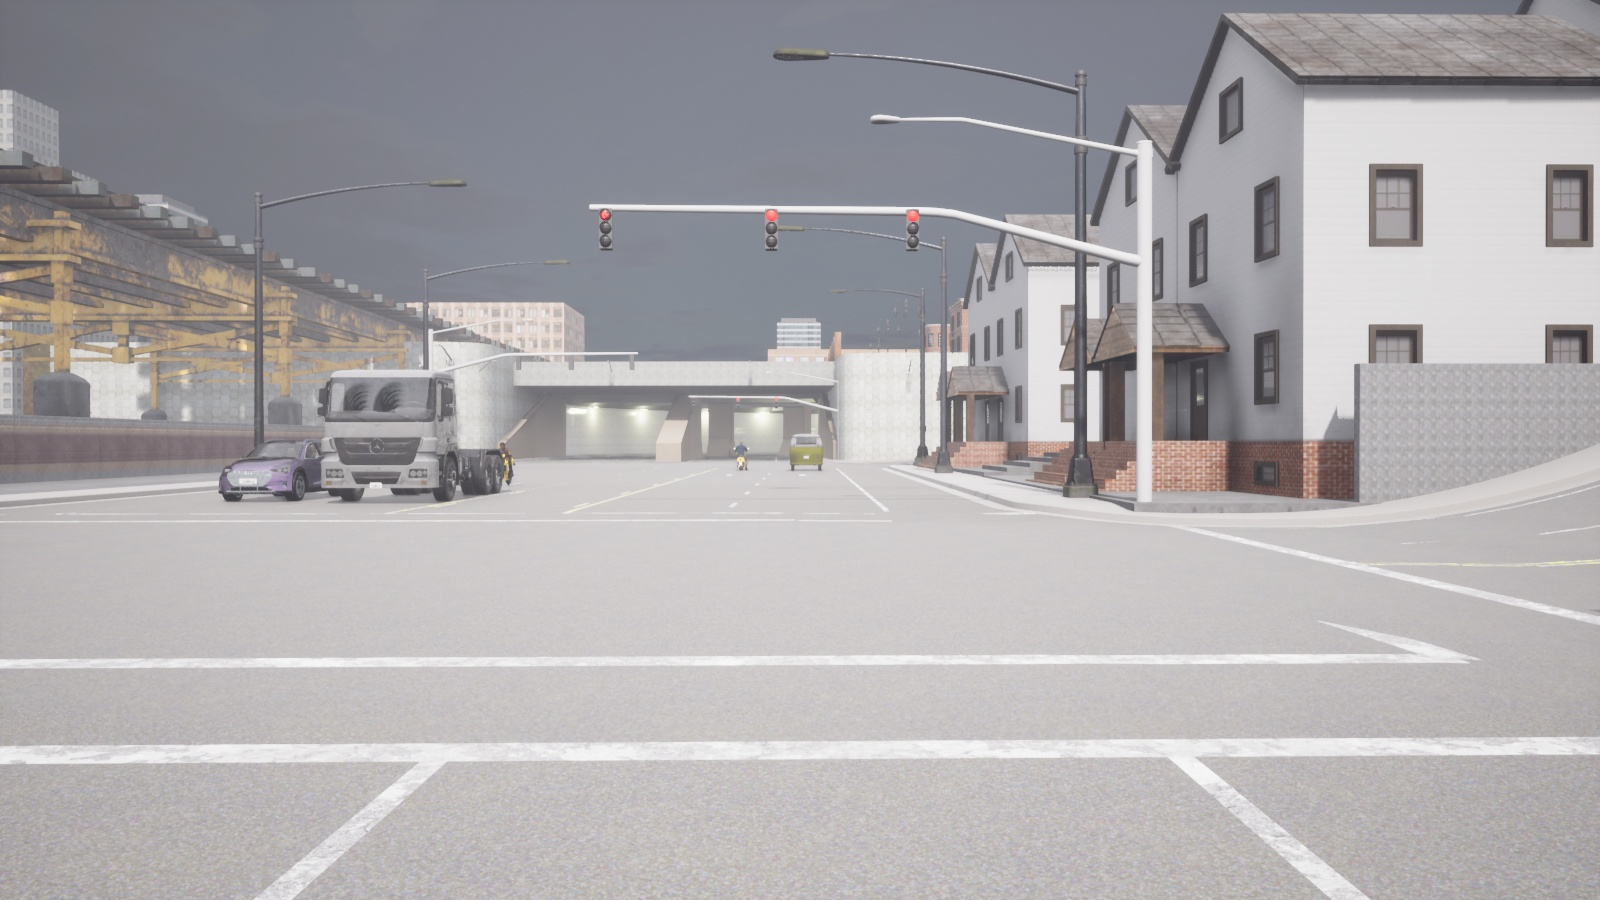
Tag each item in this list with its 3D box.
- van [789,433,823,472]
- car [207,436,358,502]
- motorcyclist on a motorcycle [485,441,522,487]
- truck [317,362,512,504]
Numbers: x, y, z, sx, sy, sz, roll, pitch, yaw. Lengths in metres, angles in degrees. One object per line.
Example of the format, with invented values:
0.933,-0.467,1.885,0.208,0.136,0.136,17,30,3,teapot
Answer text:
0.340,0.115,67.674,1.775,1.987,4.442,0,0,0,van
-13.823,0.473,33.899,2.033,1.649,4.856,0,0,0,car
-10.277,0.468,43.538,0.797,1.523,2.044,0,1,0,motorcyclist on a motorcycle
-10.315,-0.440,34.597,2.891,3.462,7.936,0,0,0,truck
